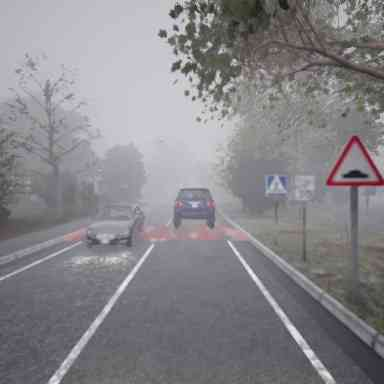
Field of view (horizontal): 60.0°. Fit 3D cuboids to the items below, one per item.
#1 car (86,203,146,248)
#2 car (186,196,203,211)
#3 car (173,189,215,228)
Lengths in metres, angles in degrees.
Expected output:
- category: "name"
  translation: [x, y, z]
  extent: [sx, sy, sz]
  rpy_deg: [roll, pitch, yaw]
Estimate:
- category: "car"
  translation: [-3.223, 1.323, 14.770]
  extent: [2.128, 1.511, 4.902]
  rpy_deg: [0, 6, 0]
- category: "car"
  translation: [0.326, 1.213, 36.938]
  extent: [1.837, 1.490, 4.892]
  rpy_deg: [0, 1, 2]
- category: "car"
  translation: [0.127, 0.991, 19.028]
  extent: [2.150, 2.045, 5.566]
  rpy_deg: [1, -5, 0]
